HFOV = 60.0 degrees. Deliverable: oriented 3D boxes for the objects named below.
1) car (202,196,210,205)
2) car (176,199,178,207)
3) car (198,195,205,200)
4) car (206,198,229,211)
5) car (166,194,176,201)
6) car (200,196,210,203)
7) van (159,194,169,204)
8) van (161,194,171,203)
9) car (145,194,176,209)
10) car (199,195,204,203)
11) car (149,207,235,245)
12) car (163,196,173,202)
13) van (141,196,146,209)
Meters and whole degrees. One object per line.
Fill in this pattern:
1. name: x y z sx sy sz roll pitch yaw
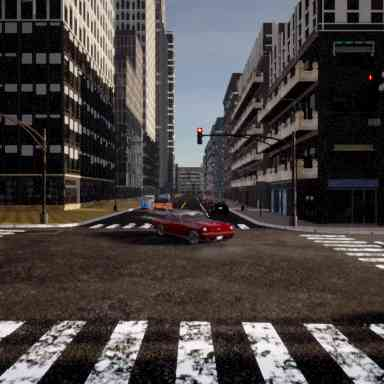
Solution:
1. car: 2.729 1.550 43.769 1.887 1.381 4.507 0 0 0
2. car: -3.043 1.607 49.451 1.895 1.301 4.718 0 0 0
3. car: 2.777 1.590 94.658 1.947 1.339 4.313 0 0 0
4. car: 2.720 1.568 33.802 1.947 1.339 4.313 0 0 0
5. car: -5.609 1.337 89.012 2.192 1.841 5.009 0 0 0
6. car: 2.756 1.559 72.040 1.887 1.381 4.507 0 0 0
7. van: -5.631 1.353 66.394 1.690 1.788 3.998 0 0 0
8. van: -5.625 1.355 72.048 1.690 1.788 3.998 0 0 0
9. car: -3.070 1.354 33.376 2.097 1.767 4.553 0 0 0
10. car: 2.745 1.561 60.732 2.008 1.369 4.403 0 0 0
11. car: -0.067 1.618 16.078 1.895 1.301 4.718 1 0 -34
12. car: -5.619 1.567 77.702 2.008 1.369 4.403 0 0 0
13. van: -5.652 1.346 43.777 1.690 1.788 3.998 0 0 0
